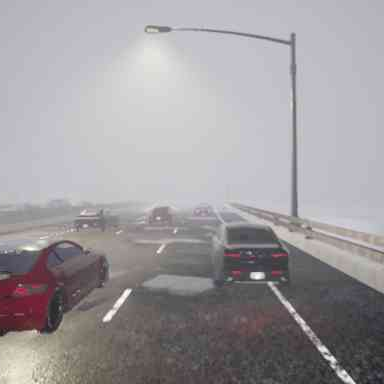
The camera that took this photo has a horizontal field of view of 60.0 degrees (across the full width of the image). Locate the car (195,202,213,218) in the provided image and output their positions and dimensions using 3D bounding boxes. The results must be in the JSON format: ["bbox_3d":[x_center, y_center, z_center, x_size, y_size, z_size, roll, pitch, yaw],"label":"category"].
[{"bbox_3d":[1.290,2.059,35.992,1.895,1.301,4.718,0,-1,3],"label":"car"}]

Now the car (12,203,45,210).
[{"bbox_3d":[-22.932,2.229,45.974,2.128,1.511,4.902,0,-1,3],"label":"car"}]

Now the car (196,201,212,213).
[{"bbox_3d":[1.694,2.085,46.032,2.128,1.511,4.902,0,-1,3],"label":"car"}]

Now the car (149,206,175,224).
[{"bbox_3d":[-2.501,1.902,28.139,1.812,1.442,4.674,0,-1,2],"label":"car"}]

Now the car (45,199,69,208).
[{"bbox_3d":[-19.344,1.963,47.797,2.150,2.045,5.566,0,-1,3],"label":"car"}]

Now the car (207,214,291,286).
[{"bbox_3d":[1.508,1.622,9.749,1.837,1.490,4.892,0,-1,2],"label":"car"}]

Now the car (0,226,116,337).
[{"bbox_3d":[-3.186,1.671,7.015,1.994,1.385,4.181,0,-1,2],"label":"car"}]

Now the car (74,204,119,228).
[{"bbox_3d":[-6.222,1.812,22.187,2.128,1.511,4.902,0,-1,2],"label":"car"}]

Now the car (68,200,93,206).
[{"bbox_3d":[-15.789,2.085,48.682,2.097,1.767,4.553,0,-1,3],"label":"car"}]
